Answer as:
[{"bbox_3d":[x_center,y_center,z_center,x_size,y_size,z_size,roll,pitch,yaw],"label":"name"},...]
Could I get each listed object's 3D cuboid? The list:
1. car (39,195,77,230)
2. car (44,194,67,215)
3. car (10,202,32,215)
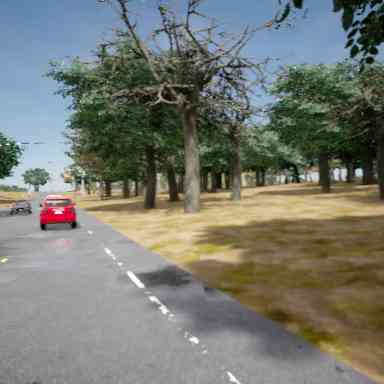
[{"bbox_3d":[-9.190,1.349,22.833,2.150,2.045,5.566,-1,0,-23],"label":"car"},{"bbox_3d":[-15.314,1.367,37.413,2.150,2.045,5.566,-1,1,-22],"label":"car"},{"bbox_3d":[-19.060,1.783,37.292,1.994,1.385,4.181,-1,1,-23],"label":"car"}]
